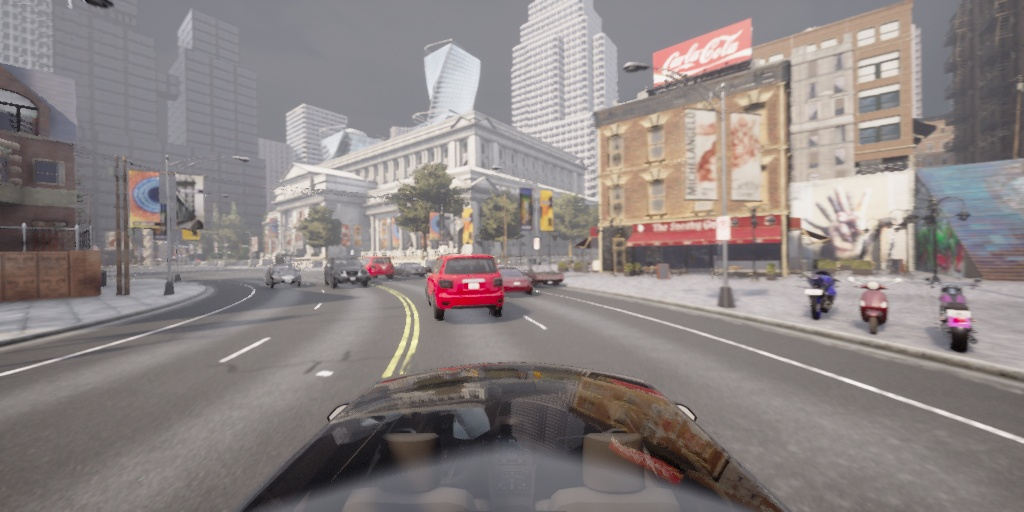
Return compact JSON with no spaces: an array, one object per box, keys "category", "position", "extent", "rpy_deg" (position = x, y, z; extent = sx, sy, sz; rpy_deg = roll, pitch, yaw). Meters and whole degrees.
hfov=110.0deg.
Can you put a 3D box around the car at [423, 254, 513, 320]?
[{"category":"car","position":[-1.858,0.967,12.986],"extent":[2.150,2.045,5.566],"rpy_deg":[-1,0,-16]}]

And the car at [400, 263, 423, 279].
[{"category":"car","position":[-9.948,1.357,34.158],"extent":[2.033,1.411,5.357],"rpy_deg":[-1,0,-41]}]

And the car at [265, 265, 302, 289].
[{"category":"car","position":[-16.455,1.376,25.756],"extent":[2.128,1.511,4.902],"rpy_deg":[-1,0,-39]}]

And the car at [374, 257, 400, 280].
[{"category":"car","position":[-12.360,1.076,31.656],"extent":[2.150,2.045,5.566],"rpy_deg":[-1,0,-41]}]

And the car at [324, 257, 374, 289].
[{"category":"car","position":[-11.492,1.084,24.708],"extent":[2.150,2.045,5.566],"rpy_deg":[-1,0,-34]}]

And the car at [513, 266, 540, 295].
[{"category":"car","position":[-0.470,1.271,18.920],"extent":[1.994,1.385,4.181],"rpy_deg":[-1,0,-21]}]
